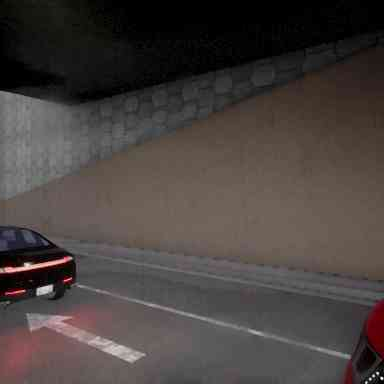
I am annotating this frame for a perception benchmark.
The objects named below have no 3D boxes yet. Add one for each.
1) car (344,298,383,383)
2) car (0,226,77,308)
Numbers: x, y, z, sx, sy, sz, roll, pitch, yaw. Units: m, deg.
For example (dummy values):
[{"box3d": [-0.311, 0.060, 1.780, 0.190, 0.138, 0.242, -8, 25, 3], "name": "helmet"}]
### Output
[{"box3d": [3.650, 1.222, 1.340, 5.566, 2.045, 2.150, 0, 0, 35], "name": "car"}, {"box3d": [-4.527, 1.491, 7.199, 4.902, 1.511, 2.128, 0, 0, 36], "name": "car"}]
